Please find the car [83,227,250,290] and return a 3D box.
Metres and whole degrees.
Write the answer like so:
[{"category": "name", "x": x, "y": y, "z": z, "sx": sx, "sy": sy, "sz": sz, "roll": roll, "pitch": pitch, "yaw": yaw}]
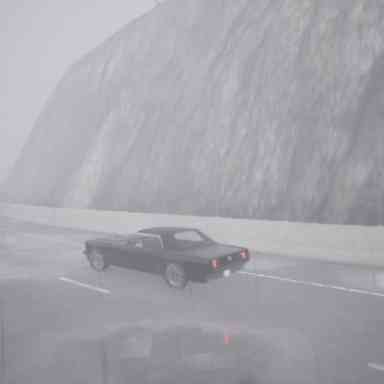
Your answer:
[{"category": "car", "x": -0.925, "y": 1.620, "z": 9.179, "sx": 4.718, "sy": 1.301, "sz": 1.895, "roll": 0, "pitch": 0, "yaw": 38}]
